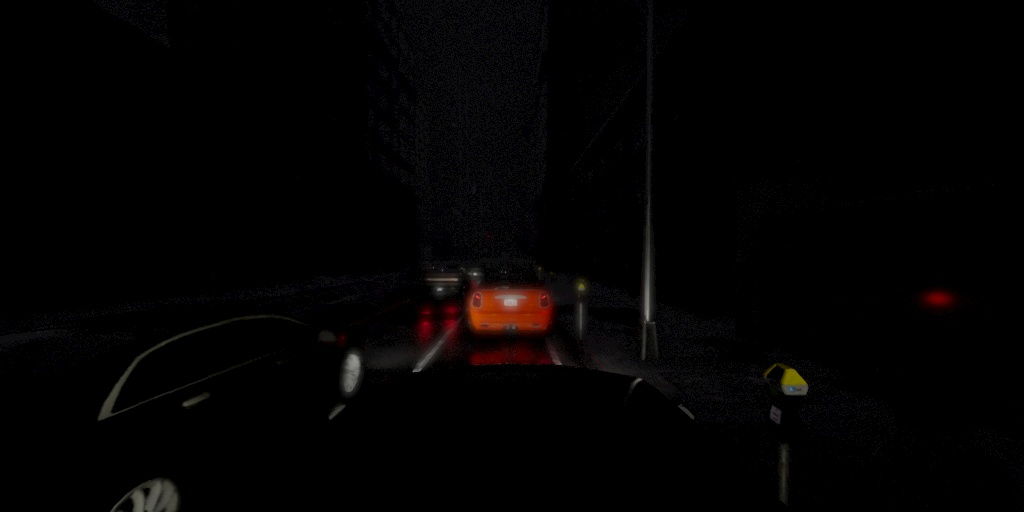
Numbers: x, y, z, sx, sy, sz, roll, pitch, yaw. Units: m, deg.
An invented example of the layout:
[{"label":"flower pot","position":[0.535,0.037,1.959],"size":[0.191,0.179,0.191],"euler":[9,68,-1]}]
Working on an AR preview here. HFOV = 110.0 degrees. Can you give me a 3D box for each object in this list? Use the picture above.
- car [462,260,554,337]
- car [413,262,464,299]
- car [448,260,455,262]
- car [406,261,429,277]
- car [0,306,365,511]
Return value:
[{"label":"car","position":[-0.032,1.101,10.472],"size":[2.097,1.767,4.553],"euler":[0,0,0]},{"label":"car","position":[-3.128,1.240,18.083],"size":[2.128,1.511,4.902],"euler":[0,0,0]},{"label":"car","position":[-8.909,1.303,45.944],"size":[2.007,1.370,4.403],"euler":[0,0,0]},{"label":"car","position":[-8.909,1.189,34.934],"size":[1.967,1.591,4.097],"euler":[0,0,0]},{"label":"car","position":[-3.146,1.256,3.539],"size":[1.837,1.490,4.892],"euler":[0,1,0]}]
